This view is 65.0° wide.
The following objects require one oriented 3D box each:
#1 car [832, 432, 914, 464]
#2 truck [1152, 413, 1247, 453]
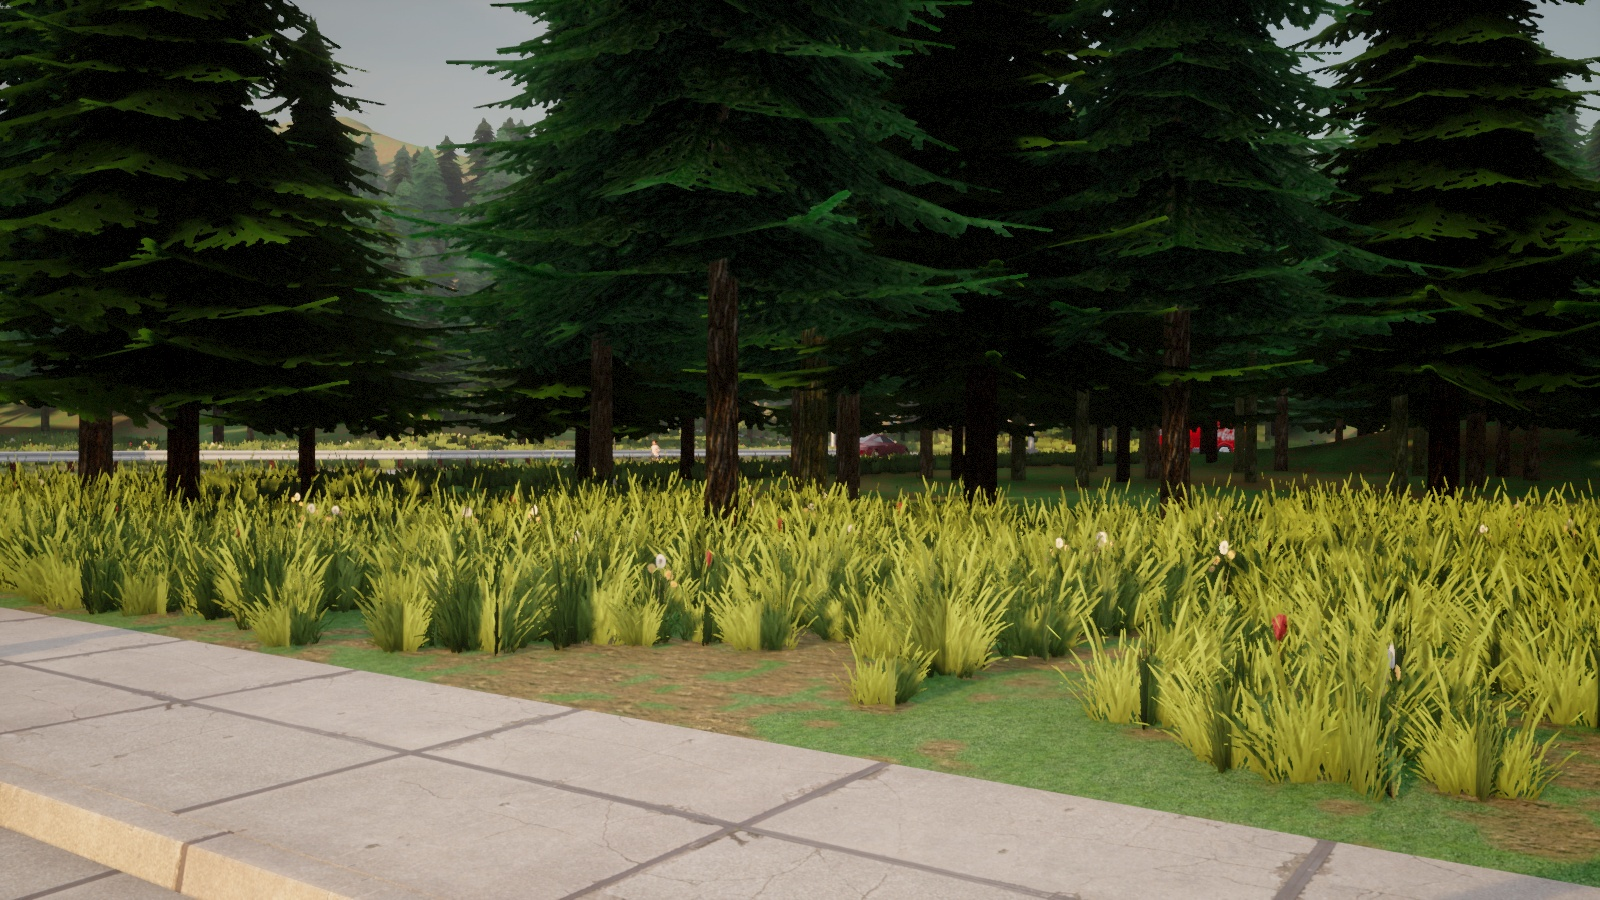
[{"bbox_3d":[3.571,-0.130,60.669,1.812,1.442,4.674,0,1,35],"label":"car"},{"bbox_3d":[25.597,-1.114,80.606,5.204,2.467,2.627,-1,1,-3],"label":"truck"}]
